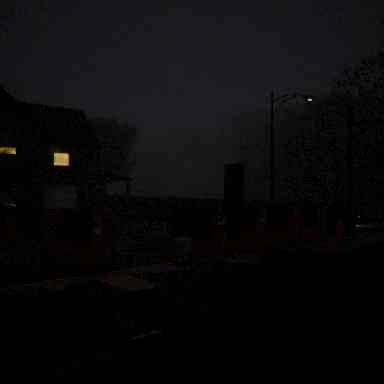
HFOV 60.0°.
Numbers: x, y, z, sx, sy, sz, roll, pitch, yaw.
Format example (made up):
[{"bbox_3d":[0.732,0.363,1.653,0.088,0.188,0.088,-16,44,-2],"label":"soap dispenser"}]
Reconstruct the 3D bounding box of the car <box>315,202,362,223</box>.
[{"bbox_3d":[10.372,1.473,25.266,1.812,1.442,4.674,0,0,-36],"label":"car"}]

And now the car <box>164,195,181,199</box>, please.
[{"bbox_3d":[-2.283,1.213,42.853,2.097,1.767,4.553,0,0,-37],"label":"car"}]
